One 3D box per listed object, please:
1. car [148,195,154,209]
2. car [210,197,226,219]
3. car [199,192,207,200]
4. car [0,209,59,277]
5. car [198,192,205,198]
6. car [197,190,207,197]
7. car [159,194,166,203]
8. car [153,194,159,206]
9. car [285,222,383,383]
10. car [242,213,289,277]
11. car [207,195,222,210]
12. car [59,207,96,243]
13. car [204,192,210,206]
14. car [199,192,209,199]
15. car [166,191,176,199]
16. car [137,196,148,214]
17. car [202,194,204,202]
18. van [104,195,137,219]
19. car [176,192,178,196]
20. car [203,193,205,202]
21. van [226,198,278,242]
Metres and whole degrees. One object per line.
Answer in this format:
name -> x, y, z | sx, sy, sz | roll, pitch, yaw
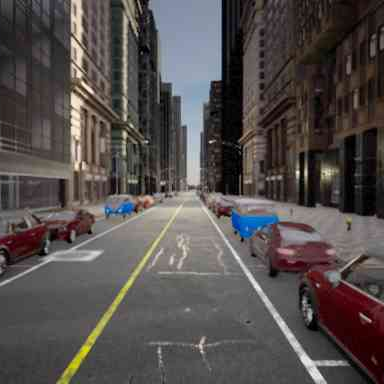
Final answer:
car -> -5.775, 1.258, 37.696 | 1.887, 1.381, 4.507 | 0, 0, 0
car -> 2.753, 1.343, 26.503 | 1.887, 1.381, 4.507 | 0, 0, 0
car -> 2.745, 1.089, 60.113 | 1.887, 1.381, 4.507 | 0, 0, 0
car -> -5.768, 1.365, 9.685 | 1.967, 1.590, 4.097 | 0, 0, 0
car -> 2.736, 0.819, 93.892 | 1.752, 1.417, 4.829 | 0, 0, 0
car -> 2.741, 0.776, 71.315 | 2.192, 1.841, 5.009 | 0, 0, 0
car -> -5.779, 1.026, 54.502 | 1.967, 1.590, 4.097 | 0, 0, 0
car -> -5.776, 1.197, 43.128 | 1.752, 1.417, 4.829 | 0, 0, 0
car -> 2.759, 1.408, 4.096 | 1.967, 1.590, 4.097 | 0, 0, 0
car -> 2.758, 1.507, 9.699 | 1.802, 1.307, 4.206 | 0, 0, 0
car -> 2.752, 1.300, 32.105 | 1.887, 1.381, 4.507 | 0, 0, 0
car -> -5.769, 1.428, 15.288 | 1.887, 1.381, 4.507 | 0, 0, 0
car -> 2.750, 1.153, 37.706 | 1.967, 1.590, 4.097 | 0, 0, 0
car -> 2.740, 0.859, 76.917 | 1.967, 1.590, 4.097 | 0, 0, 0
car -> -5.786, 0.922, 82.512 | 1.887, 1.381, 4.507 | 0, 0, 0
car -> -5.773, 1.300, 32.095 | 1.887, 1.381, 4.507 | 0, 0, 0
car -> 2.748, 1.211, 48.911 | 1.802, 1.307, 4.206 | 0, 0, 0
van -> -5.773, 1.139, 26.491 | 1.690, 1.788, 3.998 | 0, 0, 0
car -> -5.789, 0.845, 93.716 | 2.008, 1.369, 4.403 | 0, 0, 0
car -> 2.749, 1.195, 43.478 | 1.752, 1.417, 4.829 | 0, 0, 0
van -> 2.756, 1.224, 15.298 | 1.690, 1.788, 3.998 | 0, 0, 0
